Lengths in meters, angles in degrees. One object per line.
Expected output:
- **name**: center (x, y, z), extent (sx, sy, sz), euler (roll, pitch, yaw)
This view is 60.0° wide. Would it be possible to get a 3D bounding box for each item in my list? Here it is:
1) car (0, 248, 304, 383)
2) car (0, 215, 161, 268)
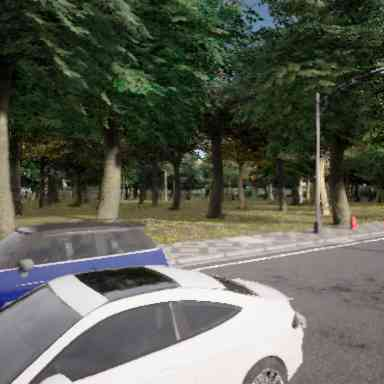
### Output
- **car**: center (-0.891, 1.526, 3.051), extent (4.674, 1.442, 1.812), euler (0, 0, -36)
- **car**: center (-2.593, 1.353, 5.828), extent (4.553, 1.767, 2.097), euler (0, 0, -36)
